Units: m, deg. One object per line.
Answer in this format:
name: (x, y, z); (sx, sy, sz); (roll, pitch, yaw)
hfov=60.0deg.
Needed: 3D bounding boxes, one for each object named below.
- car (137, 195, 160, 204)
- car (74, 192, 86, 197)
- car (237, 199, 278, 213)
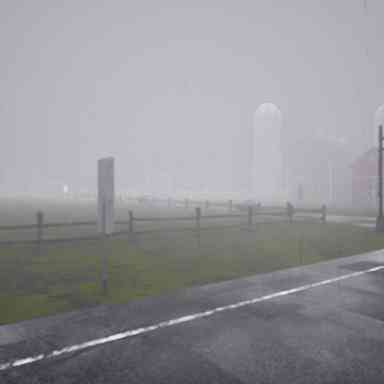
car: (-6.736, 1.200, 51.555); (2.128, 1.511, 4.902); (0, 1, -36)
car: (-29.902, 0.736, 88.430); (1.895, 1.301, 4.718); (0, 1, -36)
car: (6.452, 1.449, 33.281); (1.812, 1.442, 4.674); (0, 1, -36)
